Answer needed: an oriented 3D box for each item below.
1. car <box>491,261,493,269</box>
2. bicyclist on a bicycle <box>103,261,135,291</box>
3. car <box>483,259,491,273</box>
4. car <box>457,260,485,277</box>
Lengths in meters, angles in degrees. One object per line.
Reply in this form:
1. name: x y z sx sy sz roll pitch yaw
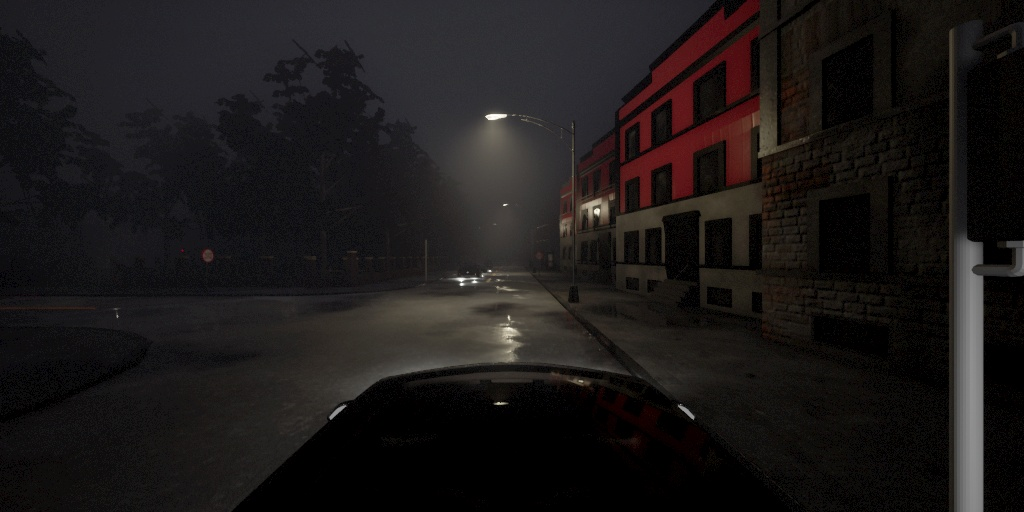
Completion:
1. car: -3.969 1.228 54.359 1.882 1.535 5.008 0 0 0
2. bicyclist on a bicycle: -21.814 1.099 19.934 0.582 1.620 1.656 0 0 0
3. car: -4.016 1.297 43.948 2.033 1.411 5.357 0 0 0
4. car: -4.035 1.314 34.656 1.994 1.385 4.181 0 0 0
